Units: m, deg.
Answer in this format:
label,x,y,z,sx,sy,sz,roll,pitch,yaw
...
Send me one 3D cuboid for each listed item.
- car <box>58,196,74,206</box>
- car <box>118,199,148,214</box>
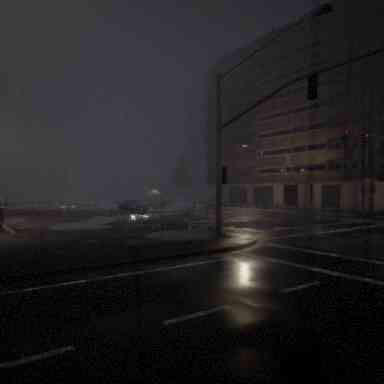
label,x,y,z,sx,sy,sz,roll,pitch,yaw
car,-21.822,1.512,57.475,1.812,1.442,4.674,0,0,-35
car,-6.437,1.513,35.748,1.812,1.442,4.674,0,0,-35
